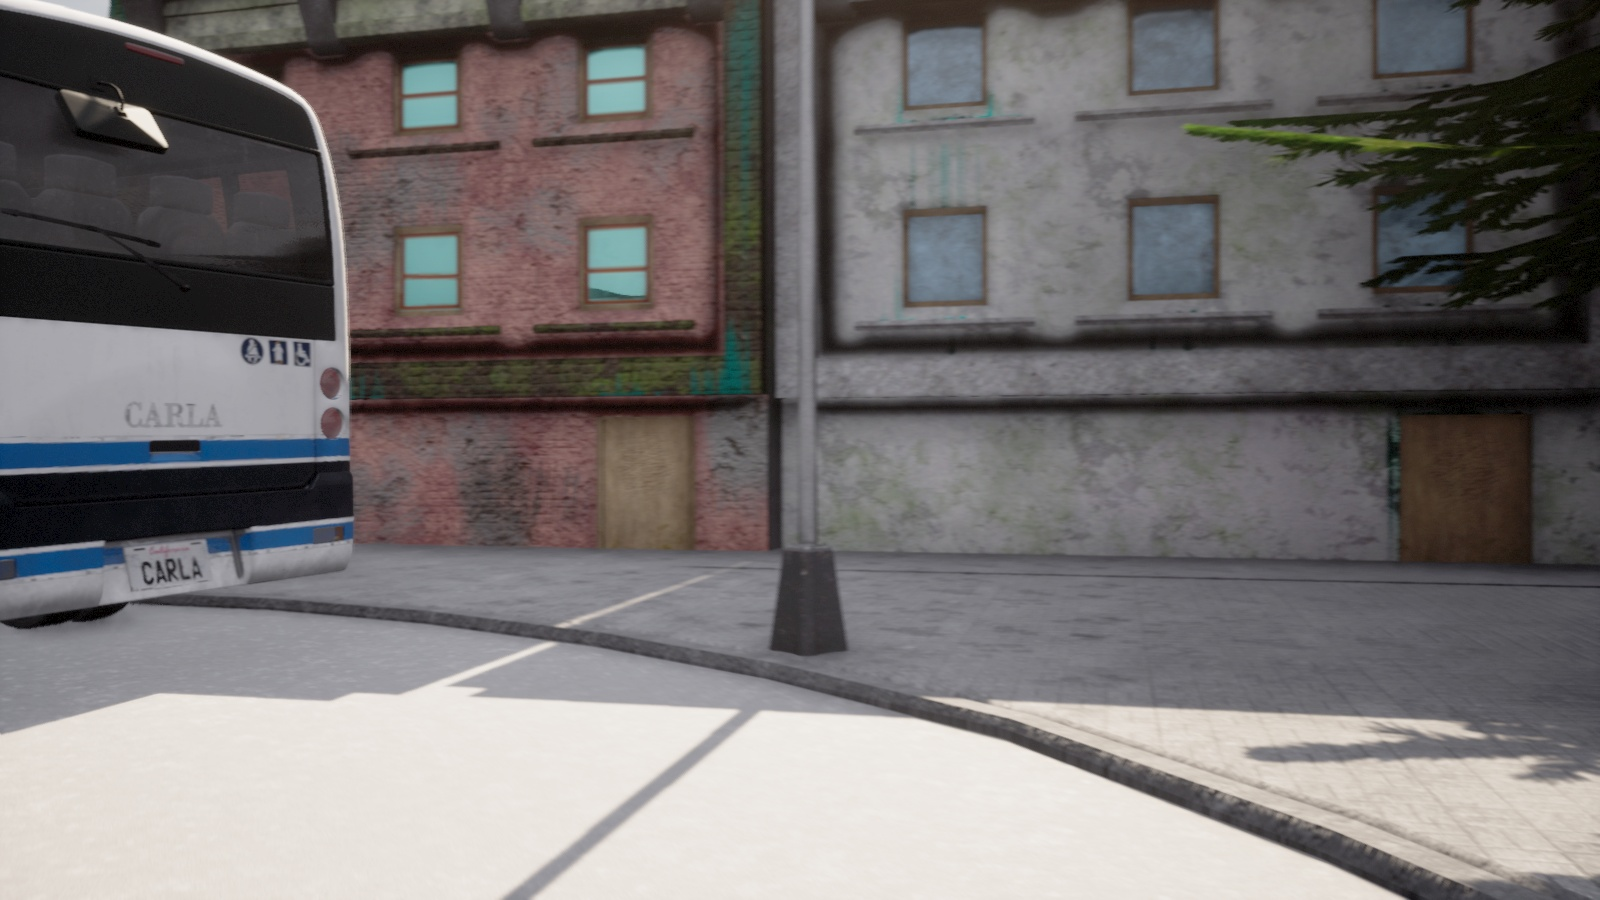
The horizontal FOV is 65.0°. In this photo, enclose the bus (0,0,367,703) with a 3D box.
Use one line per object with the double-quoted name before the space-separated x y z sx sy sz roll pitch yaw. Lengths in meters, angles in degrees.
"bus" -8.985 -0.701 10.459 10.273 4.253 3.944 1 1 25
